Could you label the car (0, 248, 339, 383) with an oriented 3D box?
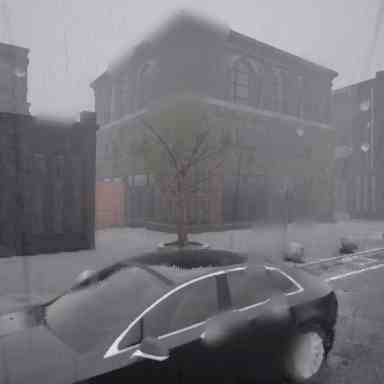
[{"bbox_3d":[-0.282,1.505,3.787,4.892,1.490,1.837,0,0,-36],"label":"car"}]
